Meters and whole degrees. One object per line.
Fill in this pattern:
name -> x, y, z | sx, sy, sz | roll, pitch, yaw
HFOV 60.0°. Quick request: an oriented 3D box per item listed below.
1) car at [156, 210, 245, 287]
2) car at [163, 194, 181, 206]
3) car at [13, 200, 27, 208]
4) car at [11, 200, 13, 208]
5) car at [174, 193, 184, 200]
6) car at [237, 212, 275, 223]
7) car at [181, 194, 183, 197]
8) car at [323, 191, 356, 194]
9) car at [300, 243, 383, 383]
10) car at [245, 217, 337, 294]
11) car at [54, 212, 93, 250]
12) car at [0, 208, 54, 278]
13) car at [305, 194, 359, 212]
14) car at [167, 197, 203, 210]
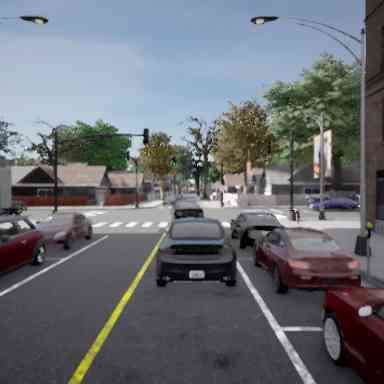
car -> 0.102, 1.448, 9.176 | 1.837, 1.490, 4.892 | 0, -1, 0
car -> -3.097, 1.267, 48.448 | 1.812, 1.442, 4.674 | 0, 0, 2
car -> -18.019, 1.151, 30.192 | 5.566, 2.045, 2.150 | 0, 0, 0
car -> -18.078, 1.171, 26.942 | 5.566, 2.045, 2.150 | 0, 0, 0
car -> -3.070, 1.131, 78.936 | 2.128, 1.511, 4.902 | 0, 0, 0
car -> 2.641, 1.485, 13.900 | 1.947, 1.339, 4.313 | 0, 0, 0
car -> -3.023, 1.200, 58.520 | 1.837, 1.490, 4.892 | 0, 0, 0
car -> 15.467, 0.908, 36.865 | 5.566, 2.045, 2.150 | 0, 0, 0
car -> 2.638, 1.527, 2.863 | 1.887, 1.381, 4.507 | 0, 0, 0
car -> 2.639, 1.533, 8.381 | 1.802, 1.307, 4.206 | 0, 0, 0
car -> -5.384, 1.502, 13.901 | 1.802, 1.307, 4.206 | 0, 0, 0
car -> -5.386, 1.392, 8.381 | 1.967, 1.590, 4.097 | 0, 0, 0
car -> 14.263, 1.238, 33.620 | 4.674, 1.442, 1.812 | 0, 0, -2
car -> -0.445, 1.348, 22.611 | 1.882, 1.535, 5.008 | 0, 0, -8
